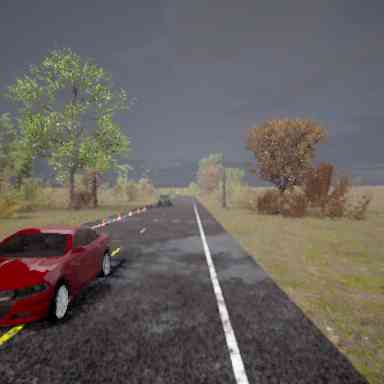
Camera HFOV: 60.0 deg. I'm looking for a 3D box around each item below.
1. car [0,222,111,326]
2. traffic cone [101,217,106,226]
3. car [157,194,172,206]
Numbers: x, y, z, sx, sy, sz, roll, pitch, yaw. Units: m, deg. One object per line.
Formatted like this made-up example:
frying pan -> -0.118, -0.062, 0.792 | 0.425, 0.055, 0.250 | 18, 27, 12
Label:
car -> -3.209, 1.504, 7.450 | 1.882, 1.535, 5.008 | 0, 0, 0
traffic cone -> -6.091, 2.028, 22.912 | 0.340, 0.580, 0.340 | 0, 0, 0
car -> -4.690, 1.381, 57.658 | 2.150, 2.045, 5.566 | 0, 0, -3
